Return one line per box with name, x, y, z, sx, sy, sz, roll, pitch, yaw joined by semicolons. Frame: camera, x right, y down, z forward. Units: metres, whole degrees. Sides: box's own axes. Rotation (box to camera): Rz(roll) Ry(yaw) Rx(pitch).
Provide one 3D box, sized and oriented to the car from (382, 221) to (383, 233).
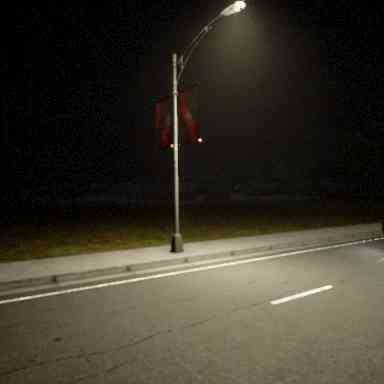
car;11.262;1.228;15.718;5.566;2.045;2.150;0;0;-36
